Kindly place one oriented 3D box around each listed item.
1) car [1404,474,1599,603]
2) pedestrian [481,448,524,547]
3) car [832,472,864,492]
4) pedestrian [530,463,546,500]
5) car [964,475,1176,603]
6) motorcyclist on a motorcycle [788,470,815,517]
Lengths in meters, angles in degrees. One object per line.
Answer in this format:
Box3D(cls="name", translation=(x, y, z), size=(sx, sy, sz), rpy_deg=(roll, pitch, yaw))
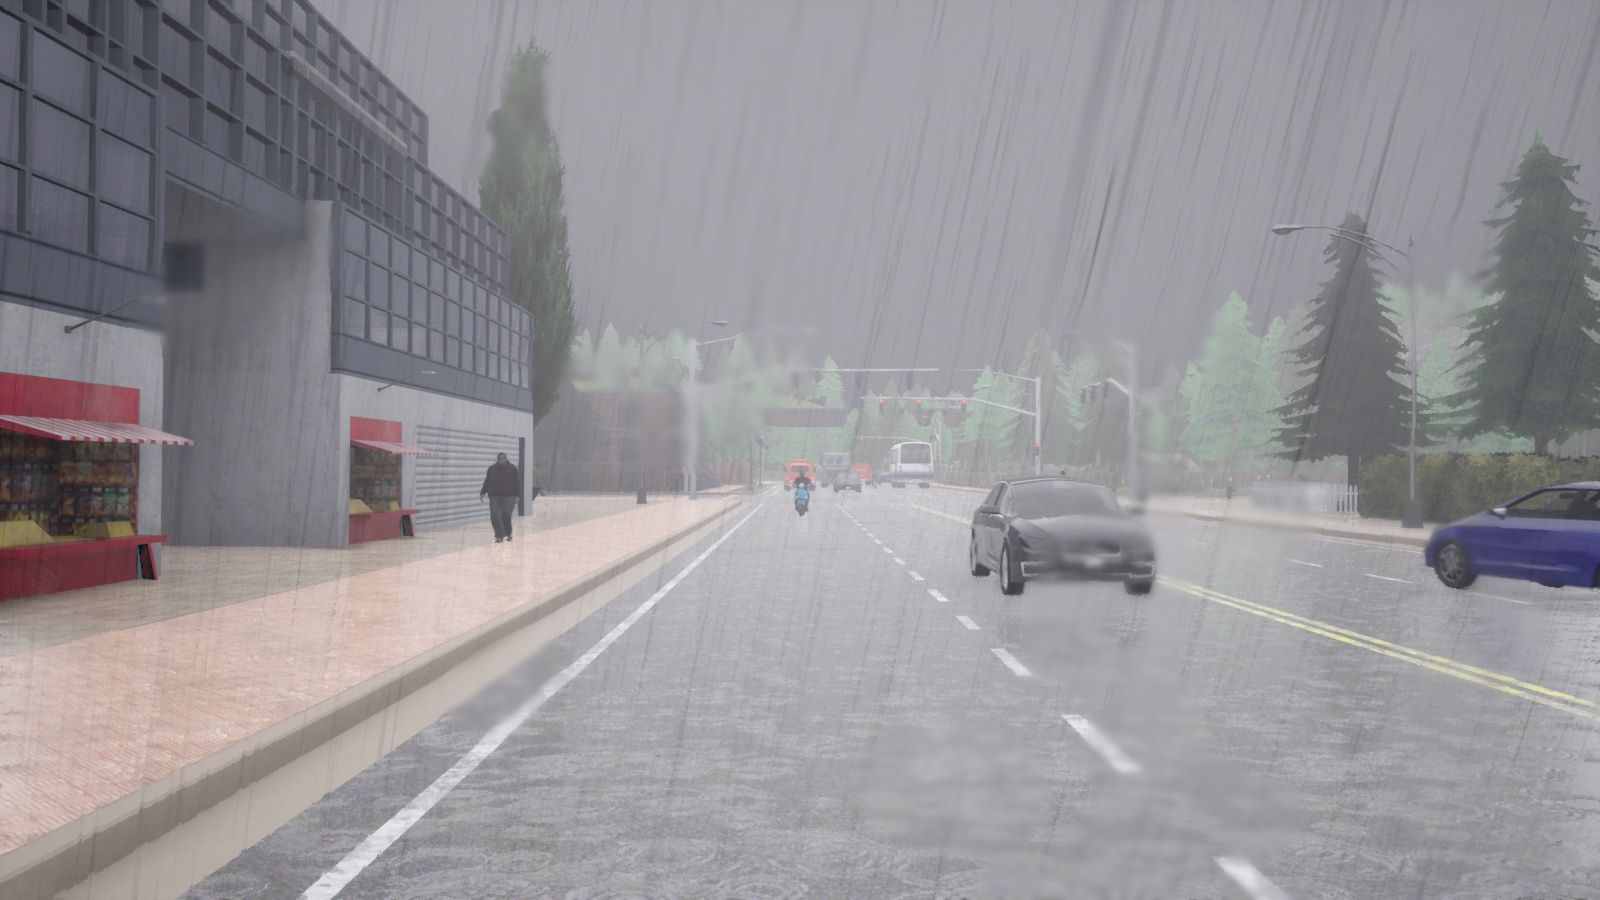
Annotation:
Box3D(cls="car", translation=(9.868, 1.055, 15.907), size=(1.816, 1.474, 4.193), rpy_deg=(0, -1, -11))
Box3D(cls="pedestrian", translation=(-5.699, 0.898, 24.067), size=(0.634, 1.844, 0.899), rpy_deg=(0, -1, -2))
Box3D(cls="car", translation=(3.510, 2.353, 92.920), size=(2.163, 1.488, 4.792), rpy_deg=(0, -1, 0))
Box3D(cls="pedestrian", translation=(-13.176, 1.582, 63.164), size=(0.709, 1.840, 0.431), rpy_deg=(0, -1, -7))
Box3D(cls="car", translation=(3.498, 1.093, 17.214), size=(1.837, 1.490, 4.892), rpy_deg=(0, -1, 0))
Box3D(cls="motorcyclist on a motorcycle", translation=(0.075, 1.490, 43.229), size=(0.866, 1.590, 1.817), rpy_deg=(0, -1, 2))
